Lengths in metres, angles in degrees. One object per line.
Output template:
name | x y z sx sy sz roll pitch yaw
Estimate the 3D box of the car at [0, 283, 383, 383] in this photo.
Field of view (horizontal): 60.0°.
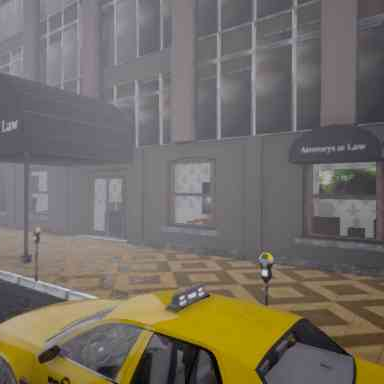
car | -0.239 1.525 3.041 4.829 1.417 1.752 0 0 36
